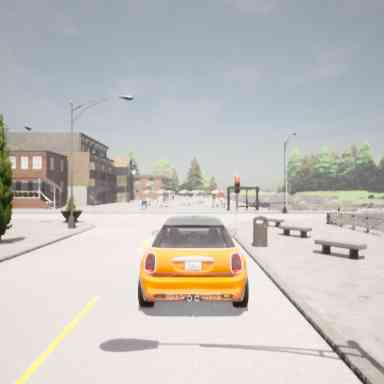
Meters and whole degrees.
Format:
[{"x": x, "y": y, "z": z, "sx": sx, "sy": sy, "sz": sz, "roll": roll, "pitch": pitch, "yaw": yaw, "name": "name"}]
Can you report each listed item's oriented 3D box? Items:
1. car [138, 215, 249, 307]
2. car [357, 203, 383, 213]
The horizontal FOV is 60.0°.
[{"x": 0.043, "y": 1.350, "z": 8.119, "sx": 2.097, "sy": 1.767, "sz": 4.553, "roll": 0, "pitch": 0, "yaw": 1, "name": "car"}, {"x": 15.786, "y": 1.595, "z": 28.178, "sx": 4.718, "sy": 1.301, "sz": 1.895, "roll": 0, "pitch": 0, "yaw": 2, "name": "car"}]
